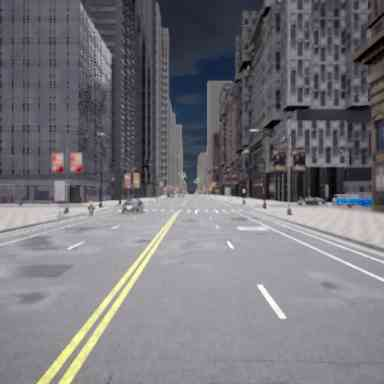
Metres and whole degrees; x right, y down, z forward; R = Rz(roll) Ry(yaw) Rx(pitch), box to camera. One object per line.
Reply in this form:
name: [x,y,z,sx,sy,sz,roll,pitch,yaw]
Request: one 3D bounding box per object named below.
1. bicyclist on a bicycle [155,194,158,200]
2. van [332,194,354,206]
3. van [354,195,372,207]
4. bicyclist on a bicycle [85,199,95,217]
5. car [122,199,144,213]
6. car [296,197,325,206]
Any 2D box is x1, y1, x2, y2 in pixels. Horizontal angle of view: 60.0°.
bicyclist on a bicycle: [-8.738,1.380,81.740,0.659,1.776,1.843,0,0,0]
van: [24.747,1.283,53.665,3.998,1.788,1.690,0,0,0]
van: [24.711,1.274,45.140,3.998,1.788,1.690,0,0,0]
bicyclist on a bicycle: [-9.158,1.432,30.074,0.866,1.612,1.509,0,0,-5]
car: [-6.500,1.490,36.951,2.128,1.511,4.902,0,0,0]
car: [19.129,1.504,53.690,4.403,1.369,2.008,0,0,0]
